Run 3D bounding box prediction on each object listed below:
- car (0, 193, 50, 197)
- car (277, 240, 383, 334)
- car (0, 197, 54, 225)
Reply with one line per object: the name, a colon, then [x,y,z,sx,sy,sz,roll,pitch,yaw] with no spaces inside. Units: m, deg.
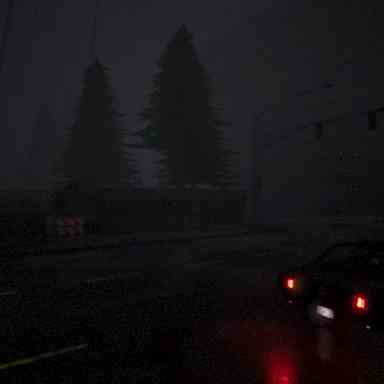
car: [-13.388,1.199,27.062,4.605,1.855,1.932,0,0,-35]
car: [3.947,1.644,6.600,4.718,1.301,1.895,0,0,-35]
car: [-11.355,1.364,23.016,3.988,1.617,1.851,0,0,-35]
